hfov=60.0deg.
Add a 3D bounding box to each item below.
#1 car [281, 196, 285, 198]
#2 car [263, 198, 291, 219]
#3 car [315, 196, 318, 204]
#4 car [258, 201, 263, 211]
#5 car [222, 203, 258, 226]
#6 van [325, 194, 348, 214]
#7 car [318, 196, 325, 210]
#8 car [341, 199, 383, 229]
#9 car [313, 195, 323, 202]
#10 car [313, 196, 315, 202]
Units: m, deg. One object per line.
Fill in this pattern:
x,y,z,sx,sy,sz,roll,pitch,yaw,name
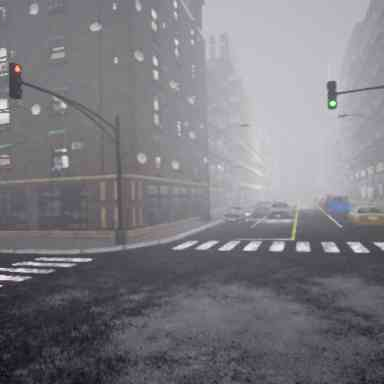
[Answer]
15.796,1.690,62.452,2.008,1.369,4.403,-1,0,18,car
7.921,1.592,29.991,2.033,1.411,5.357,-2,-1,18,car
19.798,1.295,49.308,1.967,1.590,4.097,-1,0,18,car
8.795,1.718,40.930,1.802,1.307,4.206,-1,0,18,car
3.420,1.694,24.830,2.008,1.369,4.403,-1,0,18,car
14.578,1.194,33.165,1.690,1.788,3.998,-1,0,18,van
16.295,1.169,38.551,2.192,1.841,5.009,-1,0,18,car
10.395,1.378,19.979,1.752,1.417,4.829,-1,0,18,car
26.800,1.410,70.821,1.887,1.381,4.507,-2,-1,18,car
21.551,1.407,54.686,2.008,1.369,4.403,-2,0,18,car
